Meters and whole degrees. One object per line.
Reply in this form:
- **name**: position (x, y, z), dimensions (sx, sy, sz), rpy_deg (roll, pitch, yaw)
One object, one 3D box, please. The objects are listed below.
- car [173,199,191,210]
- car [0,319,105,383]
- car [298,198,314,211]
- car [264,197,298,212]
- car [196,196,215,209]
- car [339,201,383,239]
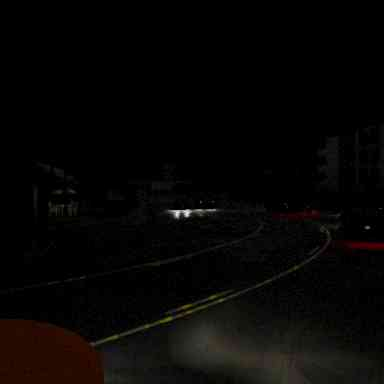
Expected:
- **car**: position (-1.337, 1.540, 42.008), dimensions (1.994, 1.385, 4.181), rpy_deg (0, 0, -7)
- **car**: position (-2.945, 1.480, 1.670), dimensions (5.008, 1.535, 1.882), rpy_deg (0, 1, -34)
- **car**: position (13.080, 1.454, 40.562), dimensions (2.128, 1.511, 4.902), rpy_deg (0, 0, -6)
- **car**: position (9.853, 1.320, 37.910), dimensions (2.097, 1.767, 4.553), rpy_deg (0, 0, -6)
- **car**: position (1.803, 1.323, 45.288), dimensions (2.097, 1.767, 4.553), rpy_deg (0, 0, -7)
- **car**: position (8.837, 1.458, 17.357), dimensions (1.882, 1.535, 5.008), rpy_deg (0, 0, 21)
